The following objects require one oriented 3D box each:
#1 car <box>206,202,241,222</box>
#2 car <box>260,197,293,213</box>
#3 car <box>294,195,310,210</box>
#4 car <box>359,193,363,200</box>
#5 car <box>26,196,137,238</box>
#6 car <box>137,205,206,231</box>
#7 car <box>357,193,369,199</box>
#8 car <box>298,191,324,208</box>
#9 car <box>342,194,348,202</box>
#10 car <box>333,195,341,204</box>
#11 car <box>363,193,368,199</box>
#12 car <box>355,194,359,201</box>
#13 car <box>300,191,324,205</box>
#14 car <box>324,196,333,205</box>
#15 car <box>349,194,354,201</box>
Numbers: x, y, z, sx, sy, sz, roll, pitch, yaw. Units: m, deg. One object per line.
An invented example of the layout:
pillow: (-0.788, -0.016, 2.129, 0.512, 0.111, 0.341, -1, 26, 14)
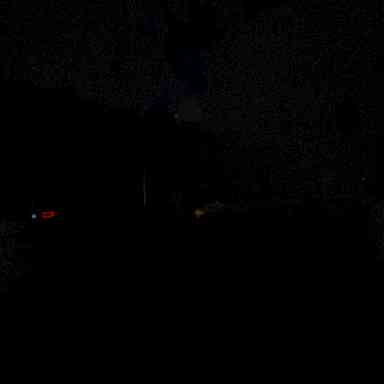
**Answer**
car: (1.962, 1.383, 24.367, 1.752, 1.417, 4.829, -1, 0, 35)
car: (8.396, 1.215, 33.508, 1.967, 1.590, 4.097, -1, 0, 35)
car: (11.664, 1.317, 38.147, 1.802, 1.307, 4.206, -1, 0, 35)
car: (34.530, 1.093, 70.626, 1.802, 1.307, 4.206, -1, 0, 35)
car: (-5.883, 1.211, 17.825, 2.150, 2.045, 5.566, -1, 0, 35)
car: (-1.402, 1.455, 19.587, 2.008, 1.369, 4.403, -1, 0, 35)
car: (41.063, 1.013, 79.906, 2.008, 1.369, 4.403, -1, 0, 35)
car: (14.926, 1.013, 42.788, 2.192, 1.841, 5.009, -1, 0, 35)
car: (24.730, 1.179, 56.707, 1.802, 1.307, 4.206, -1, 0, 35)
car: (21.464, 1.211, 52.067, 1.802, 1.307, 4.206, -1, 0, 35)
car: (37.796, 1.051, 75.265, 1.947, 1.339, 4.313, -1, 0, 35)
car: (31.263, 1.083, 65.986, 1.887, 1.381, 4.507, -1, 0, 35)
car: (19.260, 0.902, 53.372, 2.150, 2.045, 5.566, -1, 0, 35)
car: (18.294, 1.187, 47.566, 1.752, 1.417, 4.829, -1, 0, 35)
car: (28.094, 1.092, 61.486, 1.752, 1.417, 4.829, -1, 0, 35)
